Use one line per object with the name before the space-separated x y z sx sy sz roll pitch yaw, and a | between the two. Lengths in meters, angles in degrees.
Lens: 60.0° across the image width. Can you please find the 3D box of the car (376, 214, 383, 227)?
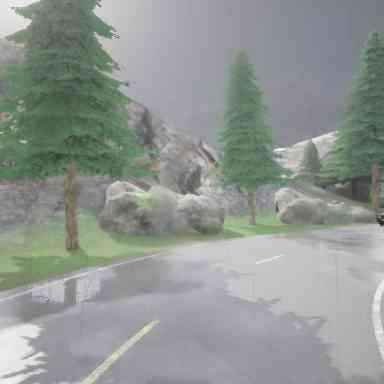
car | 13.821 1.601 21.089 4.718 1.301 1.895 0 0 -31
